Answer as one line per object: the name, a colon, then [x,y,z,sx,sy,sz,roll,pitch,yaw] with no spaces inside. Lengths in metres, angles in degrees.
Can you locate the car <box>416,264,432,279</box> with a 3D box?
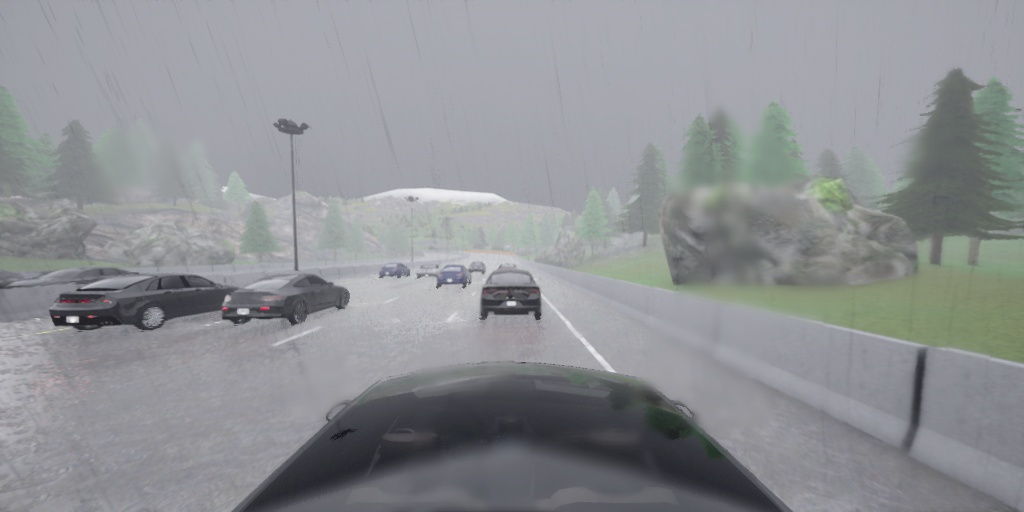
car: [-7.379,1.395,33.094,1.895,1.301,4.718,0,0,-1]

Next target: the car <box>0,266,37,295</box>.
car: [-28.341,1.335,18.139,2.128,1.511,4.902,0,0,-1]

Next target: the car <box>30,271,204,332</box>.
car: [-10.530,1.271,10.985,1.837,1.490,4.892,0,0,-1]

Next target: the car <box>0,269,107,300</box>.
car: [-24.852,1.431,18.829,1.895,1.301,4.718,0,0,-1]

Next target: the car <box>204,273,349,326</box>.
car: [-7.040,1.278,11.648,1.812,1.442,4.674,0,0,-1]

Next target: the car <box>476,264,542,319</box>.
car: [-0.056,1.201,12.666,1.882,1.535,5.008,0,0,-1]

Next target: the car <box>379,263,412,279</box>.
car: [-10.872,1.335,33.432,1.812,1.442,4.674,0,0,-1]

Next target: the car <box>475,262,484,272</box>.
car: [-4.018,1.350,41.950,2.033,1.411,5.357,0,0,-1]

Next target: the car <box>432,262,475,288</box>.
car: [-3.728,1.281,23.506,1.812,1.442,4.674,0,0,-1]

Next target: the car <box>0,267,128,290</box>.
car: [-21.336,1.319,17.790,1.837,1.490,4.892,0,0,-1]
